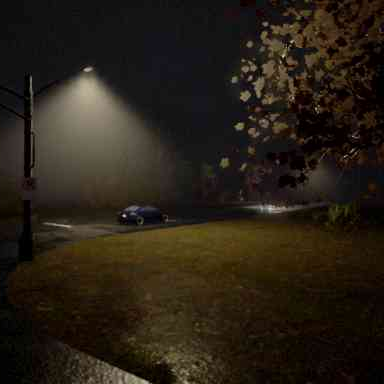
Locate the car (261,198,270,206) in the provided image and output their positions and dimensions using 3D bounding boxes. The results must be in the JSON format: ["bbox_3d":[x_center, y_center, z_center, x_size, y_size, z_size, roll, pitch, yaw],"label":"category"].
[{"bbox_3d":[13.193,1.689,55.742,1.895,1.301,4.718,1,0,32],"label":"car"}]

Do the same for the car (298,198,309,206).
[{"bbox_3d":[19.284,1.760,58.879,1.895,1.301,4.718,1,0,31],"label":"car"}]

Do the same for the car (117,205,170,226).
[{"bbox_3d":[-3.501,1.626,24.593,1.994,1.385,4.181,1,0,35],"label":"car"}]

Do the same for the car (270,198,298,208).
[{"bbox_3d":[14.033,1.606,50.482,1.882,1.535,5.008,1,0,33],"label":"car"}]
